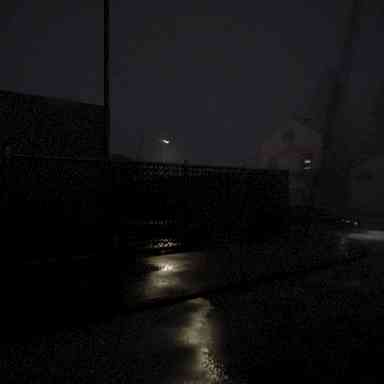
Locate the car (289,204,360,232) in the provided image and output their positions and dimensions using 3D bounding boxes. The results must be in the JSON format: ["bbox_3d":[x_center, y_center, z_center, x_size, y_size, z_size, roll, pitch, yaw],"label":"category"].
[{"bbox_3d":[7.686,1.505,20.437,1.837,1.490,4.892,0,0,-35],"label":"car"}]
